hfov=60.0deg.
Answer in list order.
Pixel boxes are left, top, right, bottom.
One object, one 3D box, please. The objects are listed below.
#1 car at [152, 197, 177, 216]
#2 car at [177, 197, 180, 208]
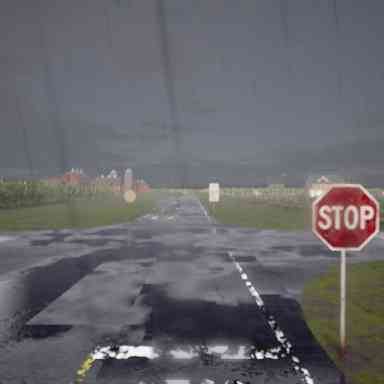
[{"bbox_3d":[-2.719,1.505,32.532,1.837,1.490,4.892,0,1,0],"label":"car"},{"bbox_3d":[-2.704,1.426,46.866,2.128,1.511,4.902,0,0,0],"label":"car"}]
